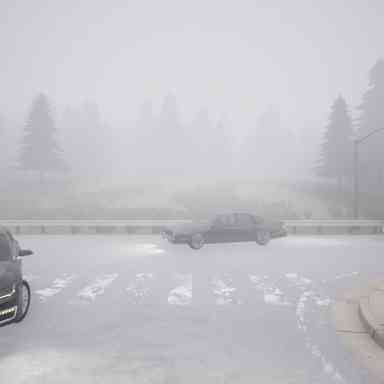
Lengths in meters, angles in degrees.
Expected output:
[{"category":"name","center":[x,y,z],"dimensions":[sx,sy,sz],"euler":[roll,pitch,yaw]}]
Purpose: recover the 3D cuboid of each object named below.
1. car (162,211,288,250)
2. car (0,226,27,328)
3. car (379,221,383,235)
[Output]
[{"category":"car","center":[1.461,1.548,14.337],"dimensions":[5.357,1.411,2.033],"euler":[0,0,-20]},{"category":"car","center":[-4.456,1.505,6.697],"dimensions":[1.837,1.490,4.892],"euler":[0,0,-28]},{"category":"car","center":[11.240,1.492,15.214],"dimensions":[4.902,1.511,2.128],"euler":[0,0,0]}]
